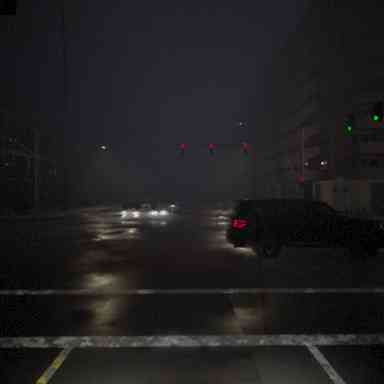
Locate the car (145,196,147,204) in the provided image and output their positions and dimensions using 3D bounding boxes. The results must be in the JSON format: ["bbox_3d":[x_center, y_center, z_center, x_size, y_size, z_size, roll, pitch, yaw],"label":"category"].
[{"bbox_3d":[-7.503,1.446,57.908,1.812,1.442,4.674,0,0,0],"label":"car"}]

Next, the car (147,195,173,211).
[{"bbox_3d":[-3.890,1.436,40.678,2.128,1.511,4.902,0,0,0],"label":"car"}]

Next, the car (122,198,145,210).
[{"bbox_3d":[-7.395,1.544,41.288,1.895,1.301,4.718,0,0,0],"label":"car"}]

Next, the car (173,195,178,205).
[{"bbox_3d":[-3.999,1.522,57.664,1.895,1.301,4.718,0,0,0],"label":"car"}]

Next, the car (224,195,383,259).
[{"bbox_3d":[4.076,1.258,12.259,5.566,2.045,2.150,0,0,-1],"label":"car"}]
